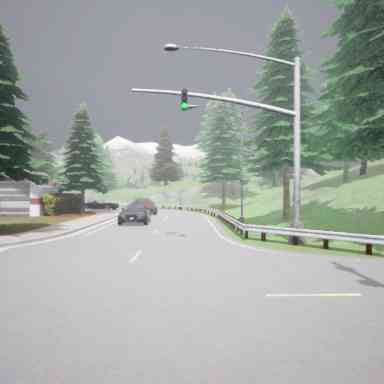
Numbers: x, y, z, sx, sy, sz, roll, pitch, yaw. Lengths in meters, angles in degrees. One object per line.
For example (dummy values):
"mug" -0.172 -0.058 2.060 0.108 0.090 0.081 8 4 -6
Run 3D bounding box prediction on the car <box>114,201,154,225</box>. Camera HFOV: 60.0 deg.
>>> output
"car" -4.068 1.564 23.926 1.994 1.385 4.181 0 0 -2

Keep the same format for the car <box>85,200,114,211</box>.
"car" -11.531 1.608 41.432 4.718 1.301 1.895 0 0 14

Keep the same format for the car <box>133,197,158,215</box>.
"car" -4.932 1.352 33.714 2.097 1.767 4.553 0 0 -19
